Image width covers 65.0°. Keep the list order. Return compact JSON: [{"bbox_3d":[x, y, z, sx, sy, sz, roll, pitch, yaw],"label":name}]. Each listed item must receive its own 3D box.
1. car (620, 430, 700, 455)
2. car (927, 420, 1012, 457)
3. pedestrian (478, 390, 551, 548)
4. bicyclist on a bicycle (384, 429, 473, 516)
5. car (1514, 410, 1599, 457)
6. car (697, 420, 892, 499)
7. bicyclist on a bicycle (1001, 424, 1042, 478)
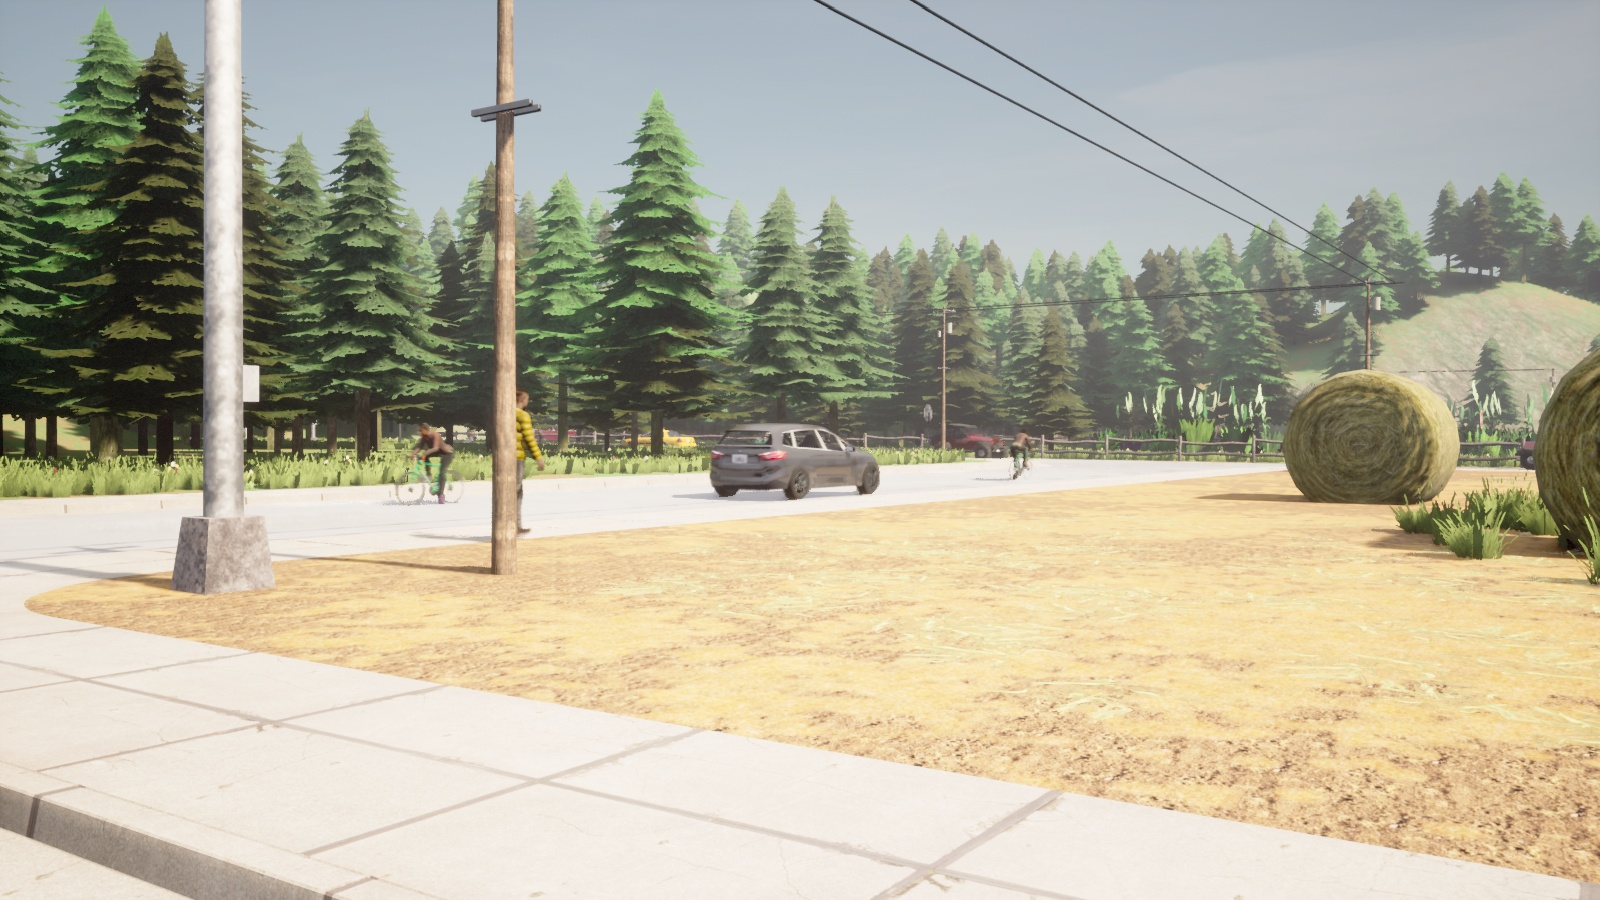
[{"bbox_3d":[-9.175,-0.490,82.041,5.366,1.575,1.801,0,1,36],"label":"car"},{"bbox_3d":[8.679,-0.586,64.526,3.866,1.878,1.905,0,1,38],"label":"car"},{"bbox_3d":[-3.408,0.215,15.018,0.431,1.840,0.709,0,1,40],"label":"pedestrian"},{"bbox_3d":[-7.262,0.421,24.613,0.582,1.620,1.656,0,1,35],"label":"bicyclist on a bicycle"},{"bbox_3d":[31.566,-0.664,51.412,3.866,1.878,1.905,0,1,37],"label":"car"},{"bbox_3d":[-0.017,0.156,28.946,2.242,1.667,4.611,0,1,35],"label":"car"},{"bbox_3d":[6.876,0.025,38.930,0.582,1.620,1.656,0,1,35],"label":"bicyclist on a bicycle"}]
